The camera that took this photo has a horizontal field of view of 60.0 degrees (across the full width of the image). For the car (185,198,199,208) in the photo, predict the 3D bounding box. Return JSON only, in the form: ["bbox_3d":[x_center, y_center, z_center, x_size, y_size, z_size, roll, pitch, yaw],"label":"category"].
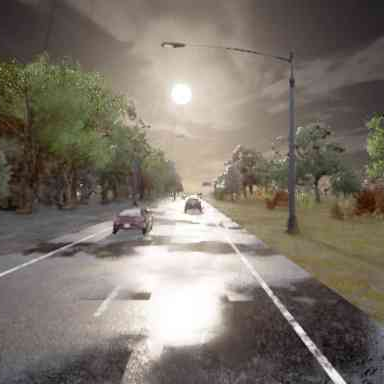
[{"bbox_3d":[0.042,1.712,52.645,2.033,1.411,5.357,0,0,0],"label":"car"}]

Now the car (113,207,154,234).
[{"bbox_3d":[-3.385,1.587,19.647,1.812,1.442,4.674,0,0,0],"label":"car"}]

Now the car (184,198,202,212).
[{"bbox_3d":[0.132,1.481,41.261,2.097,1.767,4.553,0,0,0],"label":"car"}]
